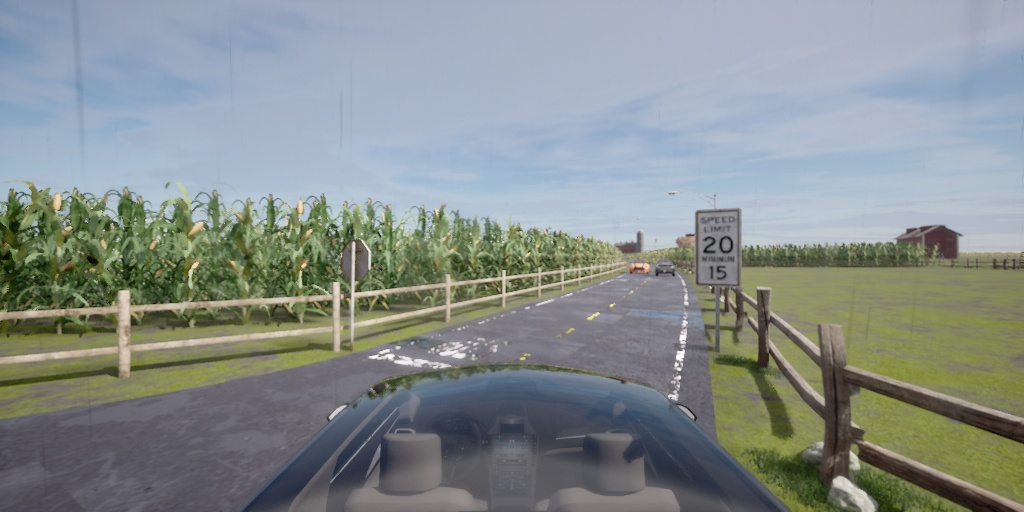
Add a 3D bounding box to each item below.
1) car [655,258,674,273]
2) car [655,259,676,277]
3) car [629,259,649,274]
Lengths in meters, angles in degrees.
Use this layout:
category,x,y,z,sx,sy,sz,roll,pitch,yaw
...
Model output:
category,x,y,z,sx,sy,sz,roll,pitch,yaw
car,19.984,1.203,47.210,2.097,1.767,4.553,0,0,21
car,16.136,1.325,37.722,2.128,1.511,4.902,0,0,24
car,15.295,1.189,42.918,2.097,1.767,4.553,0,0,22
